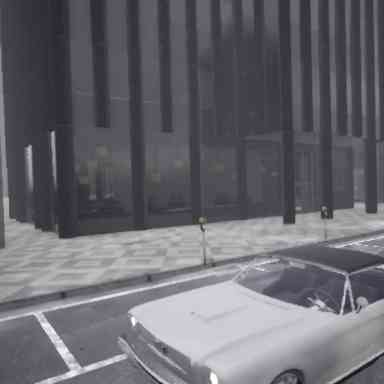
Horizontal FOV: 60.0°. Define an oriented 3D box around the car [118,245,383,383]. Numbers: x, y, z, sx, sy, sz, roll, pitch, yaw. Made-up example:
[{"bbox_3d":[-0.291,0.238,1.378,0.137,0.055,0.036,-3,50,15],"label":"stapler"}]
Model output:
[{"bbox_3d":[1.499,1.503,4.447,4.718,1.301,1.895,-2,1,-35],"label":"car"}]
